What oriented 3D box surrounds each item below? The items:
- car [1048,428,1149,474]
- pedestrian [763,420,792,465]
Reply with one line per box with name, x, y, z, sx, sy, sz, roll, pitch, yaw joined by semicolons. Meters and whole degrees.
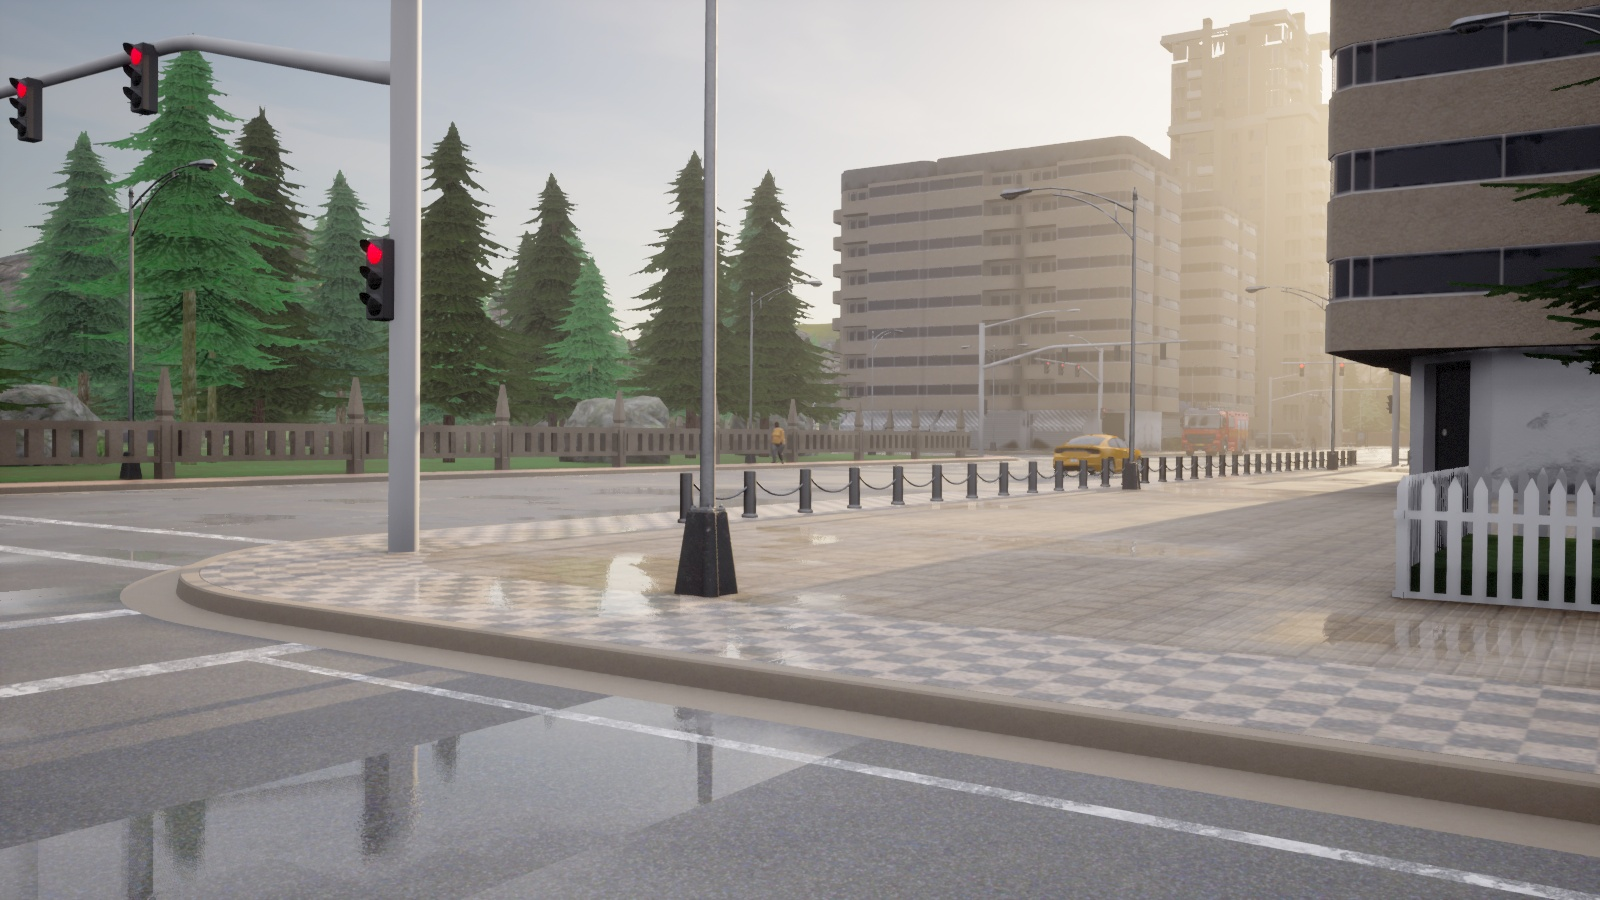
car;10.772;-0.003;45.036;1.882;1.535;5.008;0;1;34
pedestrian;-0.935;-0.319;52.529;0.874;1.855;0.900;0;1;33
